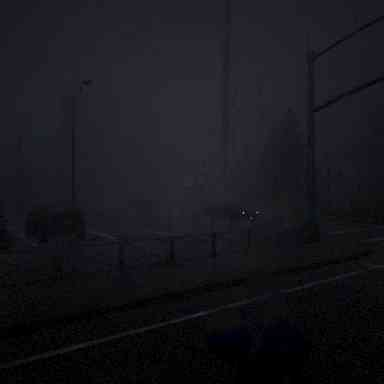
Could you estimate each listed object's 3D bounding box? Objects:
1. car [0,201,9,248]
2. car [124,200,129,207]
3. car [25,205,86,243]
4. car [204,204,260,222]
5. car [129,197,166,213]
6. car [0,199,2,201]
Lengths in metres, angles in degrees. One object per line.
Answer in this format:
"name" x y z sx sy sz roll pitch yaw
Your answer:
"car" -8.866 1.331 13.438 2.152 1.636 5.027 0 0 -36
"car" -8.055 1.480 47.554 1.882 1.535 5.008 0 0 -36
"car" -6.352 1.340 15.315 2.007 1.523 4.514 0 0 -36
"car" 3.067 1.603 26.310 1.895 1.301 4.718 0 0 -36
"car" -4.710 1.494 36.907 2.128 1.511 4.902 0 0 -36
"car" -21.579 1.374 36.431 1.845 1.501 3.633 0 0 -36
